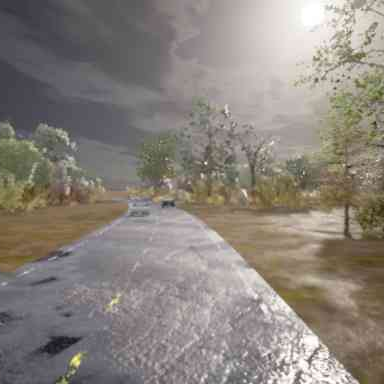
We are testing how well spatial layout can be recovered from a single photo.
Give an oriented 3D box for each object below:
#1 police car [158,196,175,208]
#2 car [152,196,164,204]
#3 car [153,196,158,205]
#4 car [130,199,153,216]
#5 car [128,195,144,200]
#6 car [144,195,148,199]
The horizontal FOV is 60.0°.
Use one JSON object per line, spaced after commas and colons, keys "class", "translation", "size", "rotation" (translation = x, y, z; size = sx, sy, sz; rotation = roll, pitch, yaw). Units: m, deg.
{"class": "police car", "translation": [-3.792, 1.542, 52.133], "size": [1.930, 1.638, 5.238], "rotation": [0, 0, -10]}
{"class": "car", "translation": [-7.049, 1.610, 68.007], "size": [1.801, 1.575, 5.366], "rotation": [0, 0, -13]}
{"class": "car", "translation": [-5.695, 1.618, 61.918], "size": [1.882, 1.535, 5.008], "rotation": [0, 0, -12]}
{"class": "car", "translation": [-5.129, 1.681, 33.423], "size": [1.895, 1.301, 4.718], "rotation": [0, 0, -7]}
{"class": "car", "translation": [-12.603, 1.421, 74.227], "size": [2.097, 1.767, 4.553], "rotation": [0, 0, -14]}
{"class": "car", "translation": [-12.646, 1.602, 85.922], "size": [2.033, 1.411, 5.357], "rotation": [0, 0, -17]}
